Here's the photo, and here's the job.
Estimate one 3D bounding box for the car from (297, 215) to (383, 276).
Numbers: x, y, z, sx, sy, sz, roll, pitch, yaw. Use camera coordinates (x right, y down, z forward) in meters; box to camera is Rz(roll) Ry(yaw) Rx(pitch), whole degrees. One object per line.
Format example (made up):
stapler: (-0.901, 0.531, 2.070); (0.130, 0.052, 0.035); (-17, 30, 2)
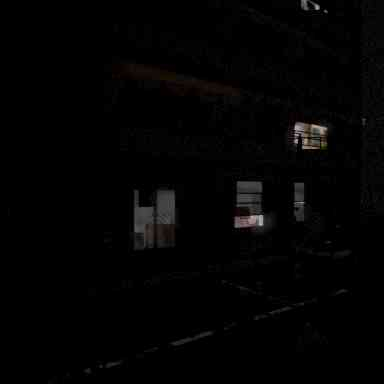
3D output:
car: (5.042, 1.582, 10.230); (4.206, 1.307, 1.802); (0, 0, -36)

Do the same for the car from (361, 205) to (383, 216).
car: (16.822, 1.888, 32.091); (1.895, 1.301, 4.718); (0, -1, -36)
